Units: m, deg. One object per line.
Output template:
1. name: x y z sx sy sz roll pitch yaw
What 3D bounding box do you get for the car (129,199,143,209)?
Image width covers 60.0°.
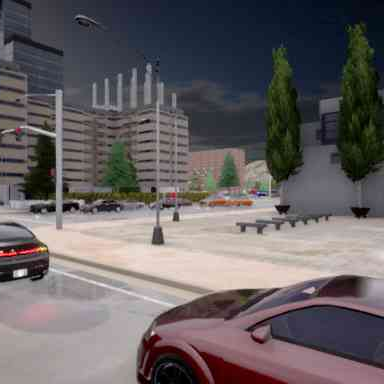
1. car: -8.281 1.583 41.930 1.895 1.301 4.718 0 0 40

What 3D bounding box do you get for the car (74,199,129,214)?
1. car: -9.461 1.489 35.123 1.837 1.490 4.892 0 0 40

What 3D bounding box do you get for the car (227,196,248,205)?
1. car: 8.452 1.547 61.538 1.994 1.385 4.181 0 0 40

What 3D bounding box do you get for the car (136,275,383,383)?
1. car: 1.422 1.563 3.226 4.181 1.385 1.994 0 0 37

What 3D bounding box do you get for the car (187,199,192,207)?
1. car: -1.836 1.546 49.528 1.994 1.385 4.181 0 0 40

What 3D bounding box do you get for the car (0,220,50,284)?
1. car: -5.557 1.500 8.734 4.892 1.490 1.837 0 0 40

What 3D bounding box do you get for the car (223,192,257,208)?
1. car: 7.110 1.338 48.960 2.097 1.767 4.553 0 0 40

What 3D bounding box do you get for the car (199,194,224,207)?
1. car: 3.023 1.336 49.835 2.097 1.767 4.553 0 0 40

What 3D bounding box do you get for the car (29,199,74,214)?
1. car: -14.317 1.460 34.805 1.882 1.535 5.008 0 0 40

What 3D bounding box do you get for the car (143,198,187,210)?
1. car: -3.378 1.476 42.300 2.128 1.511 4.902 0 0 40
